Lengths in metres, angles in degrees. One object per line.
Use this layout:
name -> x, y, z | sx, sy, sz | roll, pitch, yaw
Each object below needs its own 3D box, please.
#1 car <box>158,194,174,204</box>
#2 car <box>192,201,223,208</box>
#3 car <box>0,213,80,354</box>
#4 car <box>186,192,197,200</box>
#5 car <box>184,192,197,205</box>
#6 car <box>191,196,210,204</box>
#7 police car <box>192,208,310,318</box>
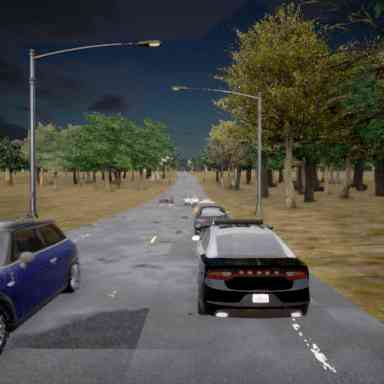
car -> -3.661, 0.995, 47.605 | 1.994, 1.385, 4.181 | 0, 2, 0
car -> 1.029, 1.440, 17.544 | 1.812, 1.442, 4.674 | 0, 1, 0
car -> -3.605, 1.342, 5.735 | 2.097, 1.767, 4.553 | 0, 0, 0
car -> -0.080, 0.684, 58.234 | 1.895, 1.301, 4.718 | 0, 2, 0
car -> -0.040, 1.097, 45.132 | 1.895, 1.301, 4.718 | 0, 1, 0
car -> 1.020, 1.306, 23.732 | 1.801, 1.575, 5.366 | 0, 1, 0
police car -> 1.043, 1.408, 7.654 | 1.930, 1.638, 5.238 | 0, 0, 0
